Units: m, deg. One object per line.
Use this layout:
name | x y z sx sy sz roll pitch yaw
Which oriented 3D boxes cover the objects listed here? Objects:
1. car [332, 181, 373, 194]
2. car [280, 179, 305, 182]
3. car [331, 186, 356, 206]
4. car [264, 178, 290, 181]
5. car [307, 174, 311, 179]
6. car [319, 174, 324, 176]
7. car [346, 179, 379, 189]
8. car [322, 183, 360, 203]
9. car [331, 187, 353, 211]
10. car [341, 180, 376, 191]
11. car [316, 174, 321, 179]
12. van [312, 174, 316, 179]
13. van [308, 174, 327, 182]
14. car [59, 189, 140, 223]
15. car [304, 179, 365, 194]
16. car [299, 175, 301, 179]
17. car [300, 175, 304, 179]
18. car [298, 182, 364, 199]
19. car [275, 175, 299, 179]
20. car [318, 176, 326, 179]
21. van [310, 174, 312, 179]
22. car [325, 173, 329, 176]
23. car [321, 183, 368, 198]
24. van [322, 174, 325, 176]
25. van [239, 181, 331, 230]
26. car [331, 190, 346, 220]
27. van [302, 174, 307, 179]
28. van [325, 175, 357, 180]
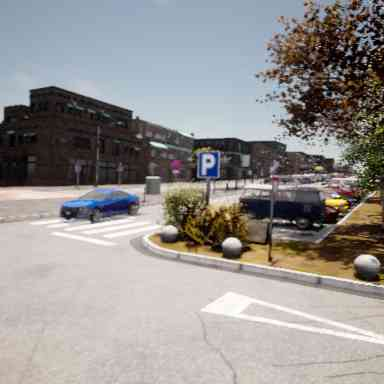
car | 21.776 -0.646 45.219 4.792 1.488 2.163 4 5 31
car | 11.743 -0.399 38.288 1.837 1.490 4.892 4 5 31
car | 8.818 0.528 23.897 4.792 1.488 2.163 4 5 31
car | 10.978 -0.735 43.578 2.033 1.411 5.357 4 5 32
car | 21.803 -2.385 70.266 5.008 1.535 2.097 4 5 31
car | 29.116 -3.075 82.212 4.892 1.521 2.231 4 5 31
car | 30.479 -1.450 59.396 5.008 1.535 2.097 4 5 31
car | 10.234 0.367 26.278 4.892 1.521 2.231 4 5 31
car | 7.191 0.616 21.641 5.366 1.575 1.946 4 5 31
car | 26.162 -1.031 52.287 4.792 1.488 2.163 4 5 31
car | 27.647 -2.891 79.830 4.674 1.452 2.002 4 5 31
van | 24.833 -2.871 74.968 4.442 1.987 1.878 4 5 31
van | 33.596 -3.746 89.304 4.442 1.987 1.878 4 5 31
car | -4.688 0.609 17.556 1.882 1.535 5.008 2 3 24
car | 13.159 -0.019 30.981 4.553 1.767 2.185 4 5 31
car | 17.270 -2.005 63.191 5.366 1.575 1.946 4 5 31
car | 18.889 -2.083 65.486 4.674 1.452 2.002 4 5 31
car | 11.689 0.236 28.637 5.008 1.535 2.097 4 5 31
car | 15.949 -2.114 60.702 5.566 2.045 2.435 4 5 31
car | 24.208 -1.530 58.690 2.128 1.511 4.902 4 5 31
van | 23.175 -2.748 72.701 4.442 1.987 1.878 4 5 31
car | 32.013 -3.627 86.989 5.566 2.045 2.435 4 5 31
car | 17.463 -0.246 38.110 4.674 1.452 2.002 4 5 31
van | 30.677 -3.441 84.530 4.442 1.987 1.878 4 5 31
van | 4.363 0.660 16.859 4.442 1.987 1.878 4 5 31
car | 5.927 0.791 19.164 4.792 1.488 2.163 4 5 31
van | 20.452 -2.473 67.798 4.442 1.987 1.878 4 5 31
van | 19.016 -0.634 40.395 4.442 1.987 1.878 4 5 31
